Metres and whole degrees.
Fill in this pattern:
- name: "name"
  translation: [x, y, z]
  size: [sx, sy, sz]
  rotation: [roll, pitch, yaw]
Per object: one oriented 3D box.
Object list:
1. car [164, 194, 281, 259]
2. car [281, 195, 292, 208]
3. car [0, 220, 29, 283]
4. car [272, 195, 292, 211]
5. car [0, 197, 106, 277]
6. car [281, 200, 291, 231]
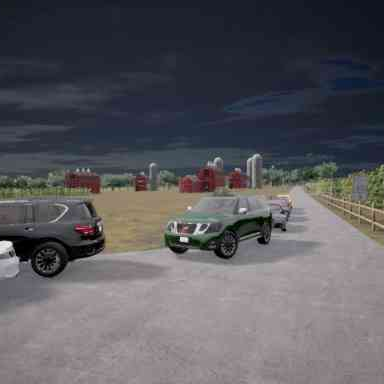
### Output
- name: "car"
  translation: [1.289, 1.108, 12.679]
  size: [2.150, 2.045, 5.566]
  rotation: [0, 0, 34]
- name: "car"
  translation: [6.248, 1.235, 24.741]
  size: [1.882, 1.535, 5.008]
  rotation: [0, 0, 18]
- name: "car"
  translation: [-6.104, 1.612, 6.678]
  size: [4.674, 1.442, 1.812]
  rotation: [-2, 2, -38]
- name: "car"
  translation: [9.976, 1.110, 36.492]
  size: [1.882, 1.535, 5.008]
  rotation: [0, 0, 18]
- name: "car"
  translation: [-5.372, 1.227, 9.601]
  size: [5.566, 2.045, 2.150]
  rotation: [-1, 1, -4]
- name: "car"
  translation: [4.401, 1.380, 19.005]
  size: [1.994, 1.385, 4.181]
  rotation: [0, 0, 17]
